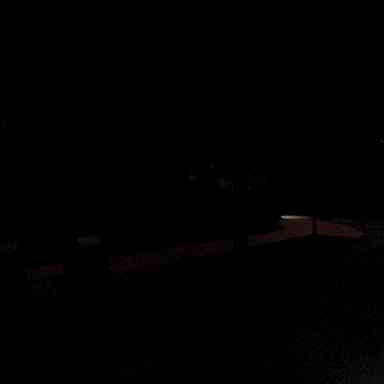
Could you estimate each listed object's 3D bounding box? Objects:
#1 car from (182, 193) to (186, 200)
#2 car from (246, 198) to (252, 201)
[{"bbox_3d":[-3.224,1.061,41.854,5.566,2.045,2.150,0,0,42],"label":"car"},{"bbox_3d":[4.864,1.345,29.573,4.892,1.490,1.837,0,0,42],"label":"car"}]
